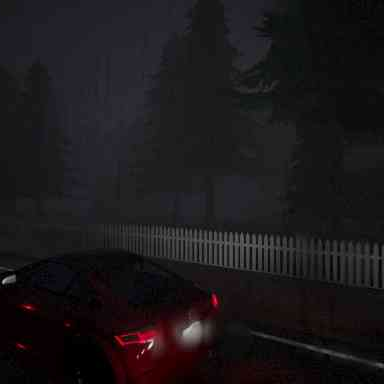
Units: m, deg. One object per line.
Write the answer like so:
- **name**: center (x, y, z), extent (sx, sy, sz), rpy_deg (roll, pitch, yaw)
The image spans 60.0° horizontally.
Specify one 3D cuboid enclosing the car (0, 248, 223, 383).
- **car**: center (-1.644, 1.564, 4.963), extent (4.181, 1.385, 1.994), rpy_deg (0, 0, 35)
